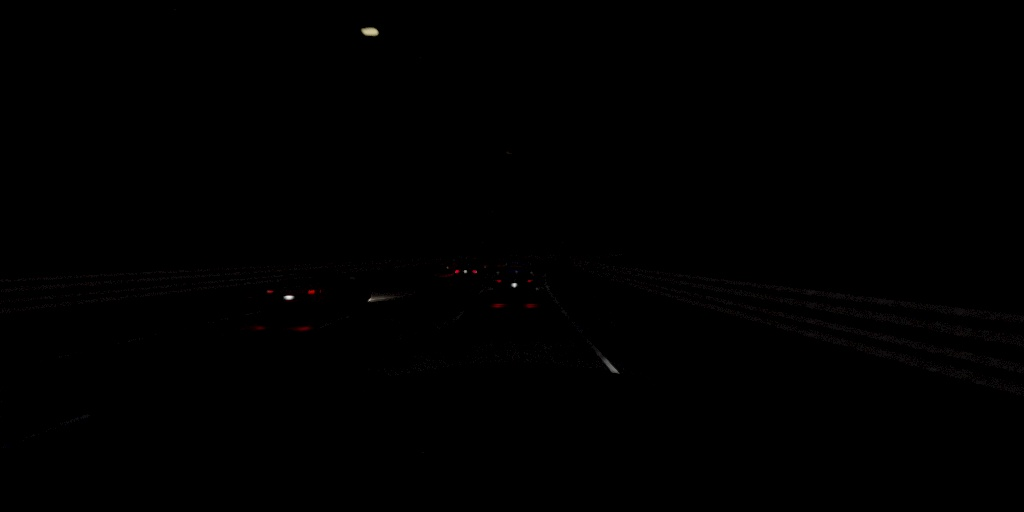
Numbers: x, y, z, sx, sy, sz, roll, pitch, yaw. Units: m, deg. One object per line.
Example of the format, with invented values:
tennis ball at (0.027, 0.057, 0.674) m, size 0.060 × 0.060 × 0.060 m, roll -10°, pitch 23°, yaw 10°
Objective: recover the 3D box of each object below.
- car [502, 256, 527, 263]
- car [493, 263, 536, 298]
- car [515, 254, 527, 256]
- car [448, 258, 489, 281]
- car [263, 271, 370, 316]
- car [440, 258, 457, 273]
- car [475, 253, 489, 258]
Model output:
car at (0.423, 1.039, 30.489) m, size 1.882 × 1.535 × 5.008 m, roll 0°, pitch 0°, yaw 2°
car at (0.134, 1.222, 17.641) m, size 1.994 × 1.385 × 4.181 m, roll 0°, pitch 0°, yaw 1°
car at (1.509, 0.801, 62.150) m, size 1.837 × 1.490 × 4.892 m, roll 0°, pitch 0°, yaw 2°
car at (-3.150, 1.126, 27.555) m, size 2.033 × 1.411 × 5.357 m, roll 0°, pitch 0°, yaw 2°
car at (-6.845, 1.237, 13.049) m, size 1.994 × 1.385 × 4.181 m, roll 0°, pitch 0°, yaw 1°
car at (-6.275, 0.965, 37.876) m, size 1.882 × 1.535 × 5.008 m, roll 0°, pitch 0°, yaw 2°
car at (-5.331, 0.485, 63.532) m, size 2.150 × 2.045 × 5.566 m, roll 0°, pitch 0°, yaw 2°
